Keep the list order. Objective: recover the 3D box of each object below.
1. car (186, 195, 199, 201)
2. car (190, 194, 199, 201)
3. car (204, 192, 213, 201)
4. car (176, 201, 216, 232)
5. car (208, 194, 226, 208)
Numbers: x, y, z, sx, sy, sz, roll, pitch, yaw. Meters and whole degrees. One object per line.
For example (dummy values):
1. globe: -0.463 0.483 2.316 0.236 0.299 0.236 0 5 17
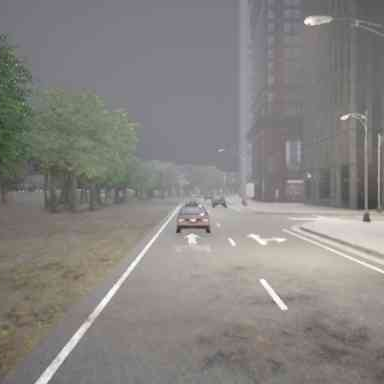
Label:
1. car: 0.074 1.439 45.536 1.895 1.301 4.718 0 0 0
2. car: 0.650 1.368 80.575 1.882 1.535 5.008 0 0 4
3. car: 4.154 1.116 80.546 2.150 2.045 5.566 0 0 4
4. car: 0.079 1.458 19.158 2.033 1.411 5.357 0 0 0
5. car: 3.574 1.343 45.289 1.837 1.490 4.892 0 0 0
